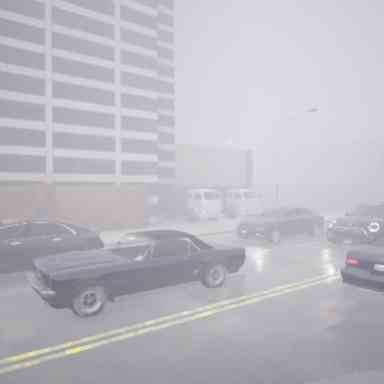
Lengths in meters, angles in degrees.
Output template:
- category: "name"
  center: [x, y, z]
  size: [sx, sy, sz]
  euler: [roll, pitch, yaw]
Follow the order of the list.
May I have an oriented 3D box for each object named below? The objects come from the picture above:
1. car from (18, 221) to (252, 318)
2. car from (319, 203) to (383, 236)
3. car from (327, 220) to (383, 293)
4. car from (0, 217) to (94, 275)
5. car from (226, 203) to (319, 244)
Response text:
- category: "car"
  center: [-1.075, 1.574, 7.501]
  size: [4.718, 1.301, 1.895]
  euler: [-1, 0, -35]
- category: "car"
  center: [7.582, 1.242, 13.622]
  size: [4.553, 1.767, 2.097]
  euler: [0, 0, -35]
- category: "car"
  center: [5.654, 1.476, 7.792]
  size: [5.357, 1.411, 2.033]
  euler: [-1, 0, -36]
- category: "car"
  center: [-4.875, 1.497, 9.090]
  size: [4.892, 1.490, 1.837]
  euler: [0, 0, -35]
- category: "car"
  center: [4.195, 1.405, 15.523]
  size: [4.892, 1.490, 1.837]
  euler: [-1, 1, -35]
